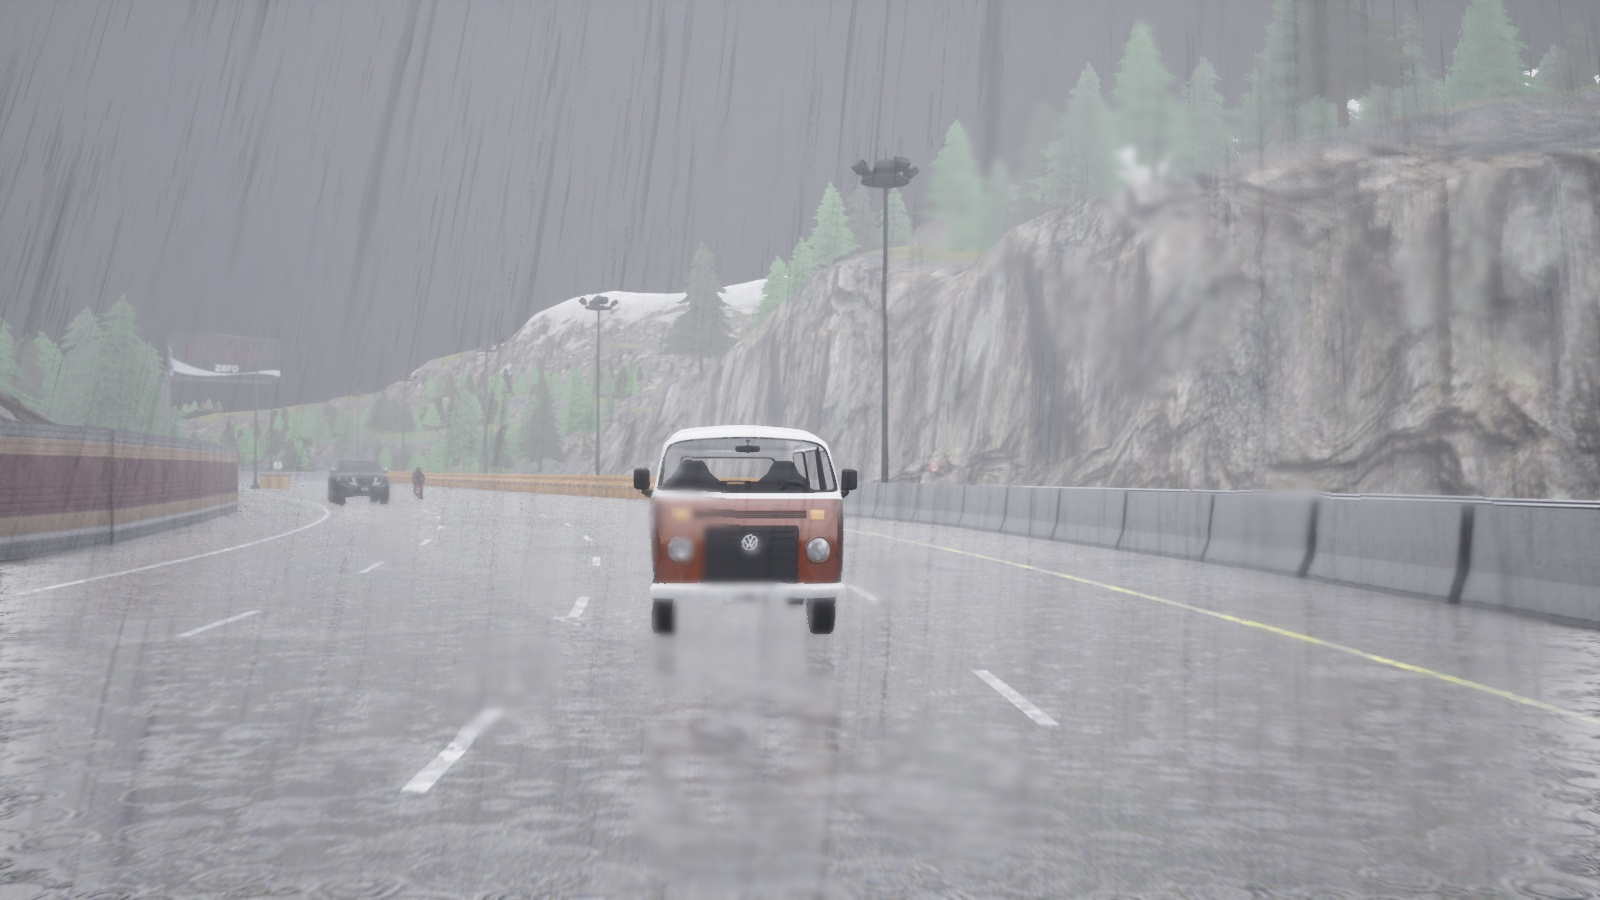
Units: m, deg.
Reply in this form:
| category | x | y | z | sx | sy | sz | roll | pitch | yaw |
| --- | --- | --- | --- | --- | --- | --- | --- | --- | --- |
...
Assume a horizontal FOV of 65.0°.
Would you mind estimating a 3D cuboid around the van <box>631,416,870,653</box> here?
| category | x | y | z | sx | sy | sz | roll | pitch | yaw |
| --- | --- | --- | --- | --- | --- | --- | --- | --- | --- |
| van | -0.650 | 0.761 | 13.124 | 2.069 | 2.038 | 4.480 | 0 | -1 | -6 |

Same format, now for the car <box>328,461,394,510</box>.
| category | x | y | z | sx | sy | sz | roll | pitch | yaw |
| --- | --- | --- | --- | --- | --- | --- | --- | --- | --- |
| car | -19.529 | 1.552 | 55.742 | 2.150 | 2.045 | 5.566 | 0 | -1 | -26 |
